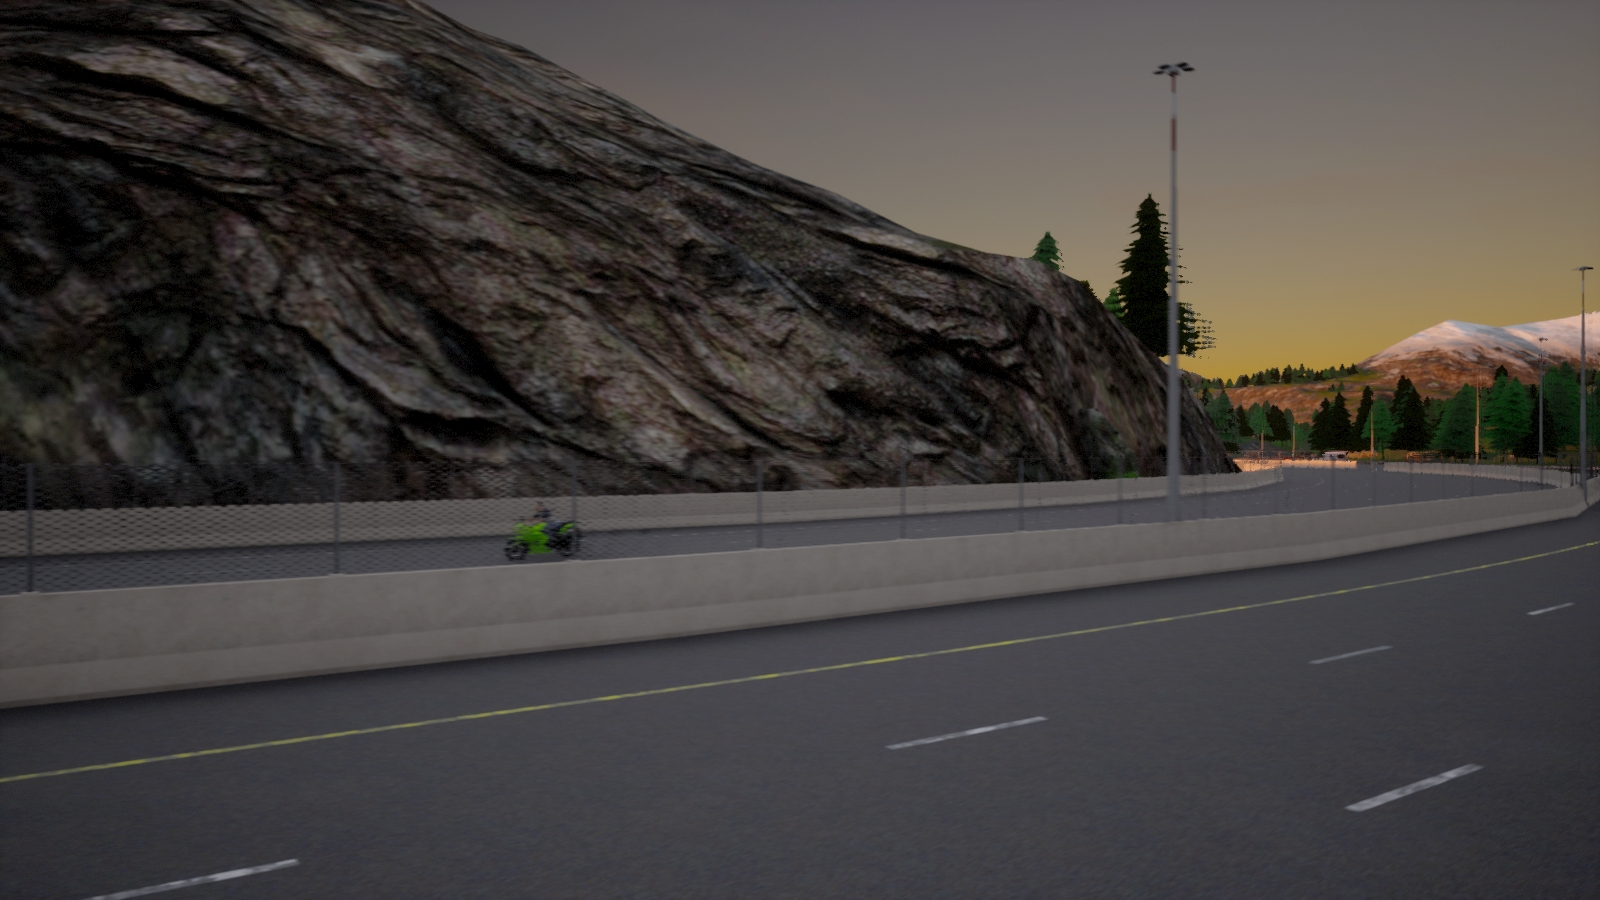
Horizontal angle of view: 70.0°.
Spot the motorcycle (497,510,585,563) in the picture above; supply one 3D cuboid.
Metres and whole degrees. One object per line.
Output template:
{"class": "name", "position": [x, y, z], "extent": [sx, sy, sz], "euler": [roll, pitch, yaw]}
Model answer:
{"class": "motorcycle", "position": [-6.572, 2.183, 29.049], "extent": [2.033, 1.217, 0.803], "euler": [0, -1, -36]}
